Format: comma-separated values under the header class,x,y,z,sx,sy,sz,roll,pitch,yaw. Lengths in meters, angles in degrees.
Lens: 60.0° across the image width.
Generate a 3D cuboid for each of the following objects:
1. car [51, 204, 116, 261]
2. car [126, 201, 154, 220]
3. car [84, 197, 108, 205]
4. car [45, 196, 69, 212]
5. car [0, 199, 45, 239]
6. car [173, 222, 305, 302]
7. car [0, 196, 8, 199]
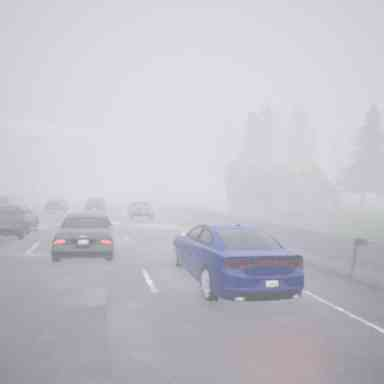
class,x,y,z,sx,sy,sz,roll,pitch,yaw
car,-3.625,1.390,11.492,2.033,1.411,5.357,2,0,-15
car,-4.309,1.440,27.271,2.033,1.411,5.357,2,-1,-15
car,-9.032,1.244,31.294,1.837,1.490,4.892,2,-1,-15
car,-12.670,1.122,31.338,1.812,1.442,4.674,2,-1,-15
car,-8.181,1.228,14.900,1.994,1.385,4.181,2,0,-15
car,0.824,1.502,8.485,1.882,1.535,5.008,2,0,-15
car,-14.426,1.015,24.493,2.033,1.411,5.357,2,-1,-15
